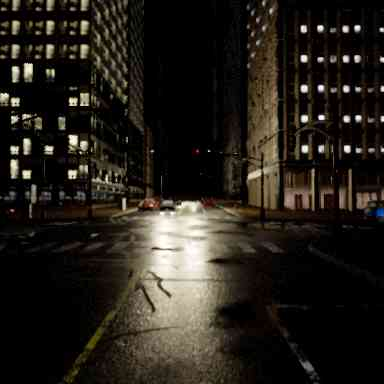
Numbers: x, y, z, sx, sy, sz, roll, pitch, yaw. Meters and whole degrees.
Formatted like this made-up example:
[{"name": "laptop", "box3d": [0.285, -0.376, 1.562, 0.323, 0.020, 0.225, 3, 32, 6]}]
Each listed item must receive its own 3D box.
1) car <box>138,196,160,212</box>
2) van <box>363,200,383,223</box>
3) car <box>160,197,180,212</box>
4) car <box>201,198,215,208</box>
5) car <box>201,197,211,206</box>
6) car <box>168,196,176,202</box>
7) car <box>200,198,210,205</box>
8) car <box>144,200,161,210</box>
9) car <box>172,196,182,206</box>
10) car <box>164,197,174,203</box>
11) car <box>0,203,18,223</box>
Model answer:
[{"name": "car", "box3d": [-5.631, 1.635, 42.335, 1.967, 1.590, 4.097, 1, 0, 0]}, {"name": "van", "box3d": [16.010, 1.576, 26.821, 3.998, 1.788, 1.690, 0, -1, 0]}, {"name": "car", "box3d": [-3.045, 1.744, 42.741, 2.033, 1.411, 5.357, 0, 0, 0]}, {"name": "car", "box3d": [2.758, 1.828, 53.538, 1.802, 1.307, 4.206, 1, 0, 0]}, {"name": "car", "box3d": [2.772, 1.823, 64.864, 1.752, 1.417, 4.829, 1, 0, 0]}, {"name": "car", "box3d": [-5.580, 1.971, 92.510, 1.887, 1.381, 4.507, 1, 0, 0]}, {"name": "car", "box3d": [2.776, 1.889, 70.271, 1.947, 1.339, 4.313, 1, 0, 0]}, {"name": "car", "box3d": [-5.628, 1.802, 47.910, 1.802, 1.307, 4.206, 1, 0, 0]}, {"name": "car", "box3d": [-2.951, 1.632, 61.104, 2.097, 1.767, 4.553, 0, 0, 0]}, {"name": "car", "box3d": [-5.592, 1.919, 81.360, 1.887, 1.381, 4.507, 1, 0, 0]}, {"name": "car", "box3d": [-16.464, 1.623, 26.926, 4.097, 1.590, 1.967, 0, -1, 0]}]
